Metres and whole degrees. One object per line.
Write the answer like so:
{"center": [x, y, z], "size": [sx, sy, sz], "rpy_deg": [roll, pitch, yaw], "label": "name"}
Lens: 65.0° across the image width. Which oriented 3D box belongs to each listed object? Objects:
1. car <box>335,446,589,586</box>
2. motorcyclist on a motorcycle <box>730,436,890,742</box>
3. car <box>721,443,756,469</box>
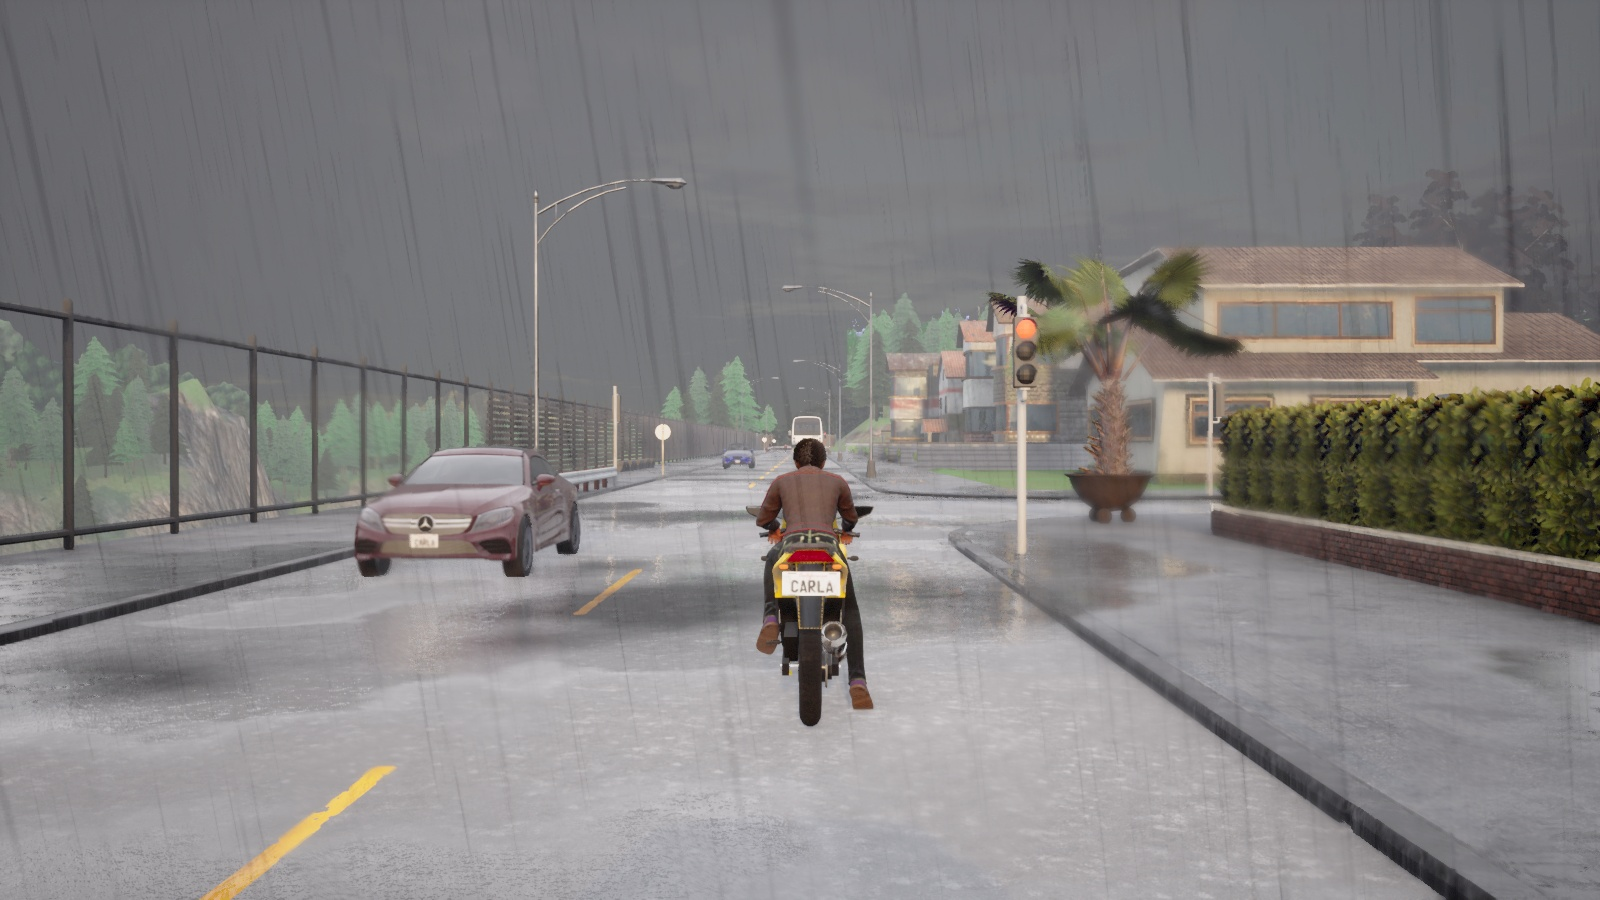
{"center": [-3.924, 0.682, 15.456], "size": [1.812, 1.442, 4.674], "rpy_deg": [0, 0, 1], "label": "car"}
{"center": [0.056, 0.688, 7.269], "size": [0.797, 1.523, 2.044], "rpy_deg": [0, 0, 0], "label": "motorcyclist on a motorcycle"}
{"center": [-3.573, 0.343, 73.415], "size": [1.816, 1.474, 4.193], "rpy_deg": [0, 0, 0], "label": "car"}
